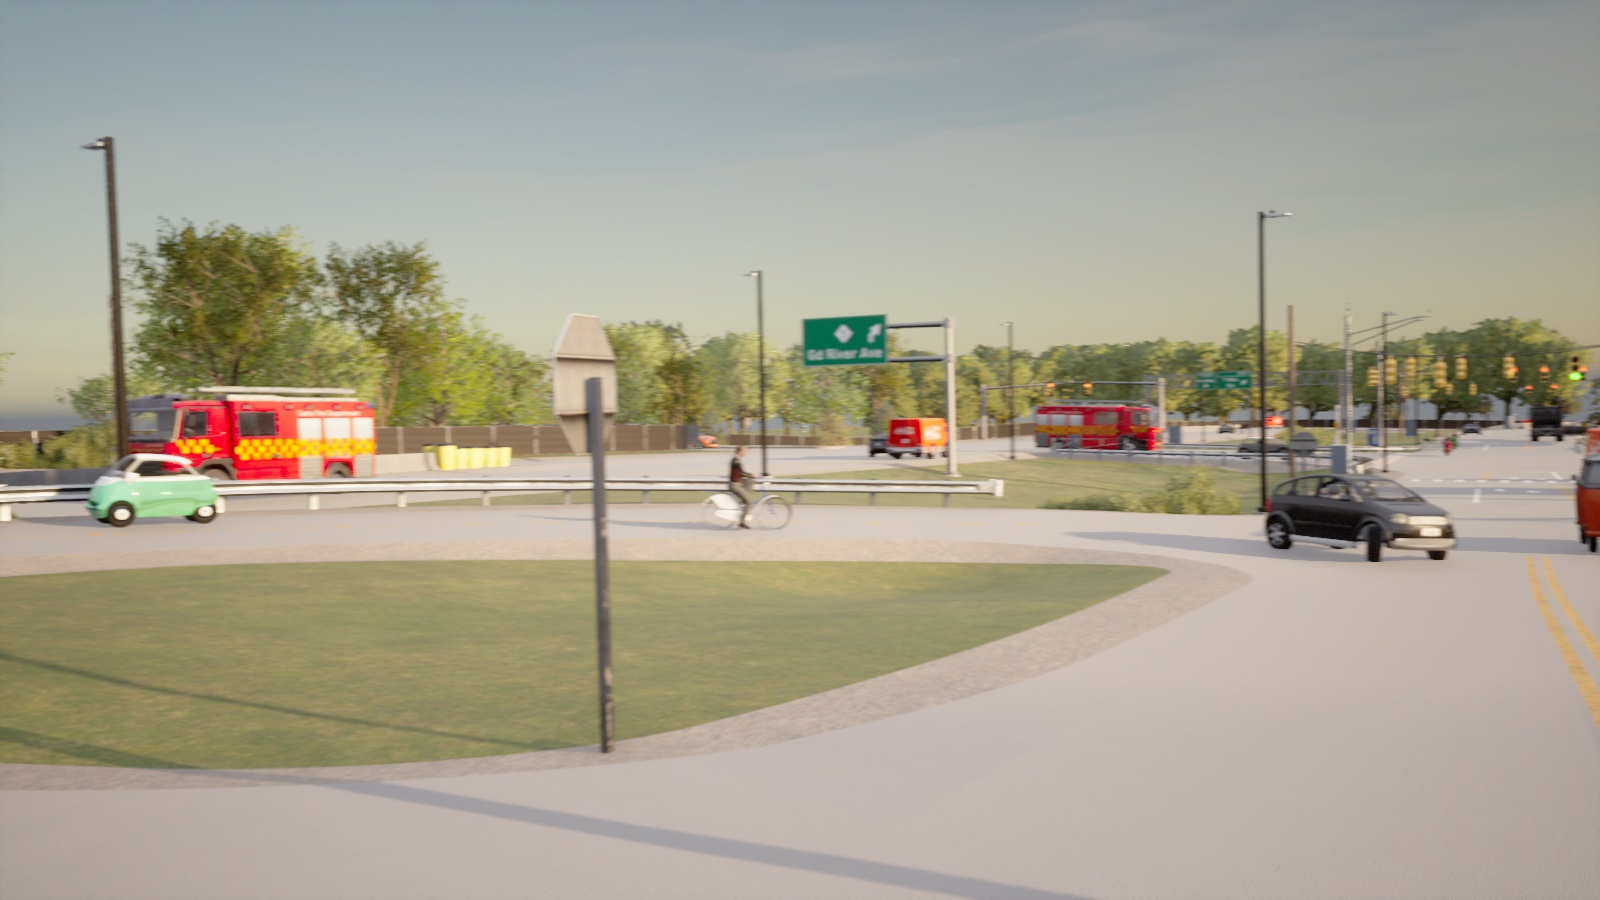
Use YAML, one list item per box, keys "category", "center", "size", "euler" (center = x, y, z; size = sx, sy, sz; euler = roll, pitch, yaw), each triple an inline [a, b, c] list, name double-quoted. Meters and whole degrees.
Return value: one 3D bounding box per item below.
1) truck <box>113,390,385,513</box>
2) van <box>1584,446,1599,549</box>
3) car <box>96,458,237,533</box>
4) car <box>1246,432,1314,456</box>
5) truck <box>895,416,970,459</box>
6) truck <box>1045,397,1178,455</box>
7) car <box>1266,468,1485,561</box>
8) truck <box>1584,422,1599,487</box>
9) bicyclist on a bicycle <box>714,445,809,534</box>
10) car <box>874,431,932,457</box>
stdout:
- category: "truck"
  center: [-18.810, -0.070, 43.614]
  size: [2.891, 3.827, 8.468]
  euler: [-1, 2, 30]
- category: "van"
  center: [17.367, 0.908, 25.905]
  size: [1.775, 1.987, 4.442]
  euler: [0, 0, 29]
- category: "car"
  center: [-12.453, 0.860, 24.695]
  size: [2.207, 1.376, 1.481]
  euler: [0, 1, -39]
- category: "car"
  center: [31.436, -0.393, 82.262]
  size: [3.806, 1.475, 1.970]
  euler: [0, 1, 34]
- category: "truck"
  center: [8.136, -0.769, 76.789]
  size: [2.627, 2.467, 5.204]
  euler: [-1, 1, 30]
- category: "truck"
  center: [21.760, -1.744, 87.870]
  size: [8.468, 3.827, 2.891]
  euler: [2, 3, 30]
- category: "car"
  center: [10.822, 1.168, 23.901]
  size: [1.789, 1.549, 3.705]
  euler: [1, 0, -16]
- category: "truck"
  center: [32.073, 0.141, 48.168]
  size: [2.627, 2.467, 5.204]
  euler: [-1, 1, 24]
- category: "bicyclist on a bicycle"
  center: [-0.797, 0.797, 25.771]
  size: [1.843, 1.776, 0.659]
  euler: [0, 2, -13]
- category: "car"
  center: [6.688, -0.406, 81.313]
  size: [2.007, 1.525, 4.514]
  euler: [-1, 2, 30]
